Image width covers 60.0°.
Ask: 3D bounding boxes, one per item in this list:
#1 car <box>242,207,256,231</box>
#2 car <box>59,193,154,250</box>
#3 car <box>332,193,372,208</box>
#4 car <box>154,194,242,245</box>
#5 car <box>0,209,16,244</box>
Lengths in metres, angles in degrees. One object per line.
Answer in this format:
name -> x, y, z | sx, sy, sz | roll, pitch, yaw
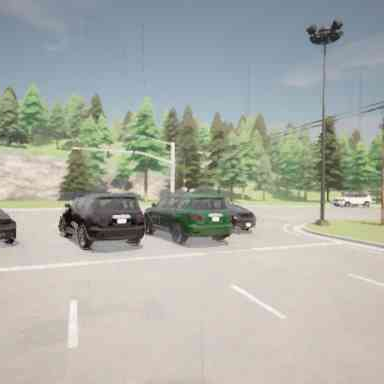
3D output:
car -> 1.394, 1.362, 18.739 | 1.837, 1.490, 4.892 | 2, 0, -37
car -> -3.898, 1.058, 13.889 | 2.150, 2.045, 5.566 | 1, 1, -32
car -> 21.909, 1.090, 45.547 | 5.566, 2.045, 2.150 | 0, 1, -19
car -> -0.428, 1.089, 15.159 | 2.150, 2.045, 5.566 | 1, 1, -30
car -> -8.880, 1.285, 13.500 | 4.892, 1.490, 1.837 | 2, -1, 40
